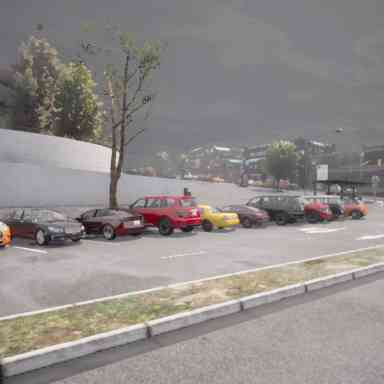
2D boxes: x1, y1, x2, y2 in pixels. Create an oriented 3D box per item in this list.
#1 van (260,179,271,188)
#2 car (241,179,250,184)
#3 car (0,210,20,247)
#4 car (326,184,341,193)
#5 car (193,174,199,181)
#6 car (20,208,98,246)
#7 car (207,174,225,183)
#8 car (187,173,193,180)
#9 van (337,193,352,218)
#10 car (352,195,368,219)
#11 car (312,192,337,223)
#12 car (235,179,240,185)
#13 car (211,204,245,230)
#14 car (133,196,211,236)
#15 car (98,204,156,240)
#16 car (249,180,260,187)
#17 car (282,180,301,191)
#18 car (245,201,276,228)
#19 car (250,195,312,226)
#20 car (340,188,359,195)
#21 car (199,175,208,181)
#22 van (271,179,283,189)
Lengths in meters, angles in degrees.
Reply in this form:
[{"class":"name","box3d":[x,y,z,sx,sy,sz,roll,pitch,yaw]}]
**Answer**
[{"class":"van","box3d":[17.189,-1.771,72.296,1.878,1.987,4.442,7,4,35]},{"class":"car","box3d":[13.779,-2.051,77.345,2.002,1.452,4.674,7,4,35]},{"class":"car","box3d":[-9.411,1.367,13.536,4.553,1.767,2.185,-1,-1,34]},{"class":"car","box3d":[25.898,-0.433,60.083,2.435,2.045,5.566,7,3,35]},{"class":"car","box3d":[3.275,-3.857,92.034,2.185,1.767,4.553,6,3,34]},{"class":"car","box3d":[-6.946,1.494,15.263,4.892,1.521,2.231,-1,-1,34]},{"class":"car","box3d":[6.924,-3.183,87.312,1.946,1.575,5.366,7,3,34]},{"class":"car","box3d":[1.543,-4.092,94.503,2.185,1.767,4.553,4,1,33]},{"class":"van","box3d":[10.315,1.294,27.356,4.442,1.987,1.878,-1,-1,35]},{"class":"car","box3d":[12.723,1.400,29.108,4.553,1.767,2.185,-1,-1,35]},{"class":"car","box3d":[7.778,1.265,25.684,5.566,2.045,2.435,-1,-1,35]},{"class":"car","box3d":[12.035,-2.324,79.805,2.002,1.452,4.674,7,3,35]},{"class":"car","box3d":[0.235,1.502,20.588,5.366,1.575,1.946,-1,-1,35]},{"class":"car","box3d":[-2.084,1.248,18.759,5.566,2.045,2.435,-1,-1,34]},{"class":"car","box3d":[-4.527,1.524,17.012,4.792,1.488,2.163,-1,-1,34]},{"class":"car","box3d":[15.613,-1.819,75.026,1.946,1.575,5.366,7,3,35]},{"class":"car","box3d":[20.682,-0.999,67.465,2.231,1.521,4.892,7,3,35]},{"class":"car","box3d":[2.840,1.547,22.218,4.674,1.452,2.002,-1,-1,35]},{"class":"car","box3d":[5.266,1.261,23.977,5.566,2.045,2.435,-1,-1,35]},{"class":"car","box3d":[27.591,0.129,57.612,2.002,1.452,4.674,7,3,35]},{"class":"car","box3d":[5.071,-3.706,89.570,2.435,2.045,5.566,7,3,34]},{"class":"van","box3d":[18.920,-1.498,69.826,1.878,1.987,4.442,7,4,35]}]
